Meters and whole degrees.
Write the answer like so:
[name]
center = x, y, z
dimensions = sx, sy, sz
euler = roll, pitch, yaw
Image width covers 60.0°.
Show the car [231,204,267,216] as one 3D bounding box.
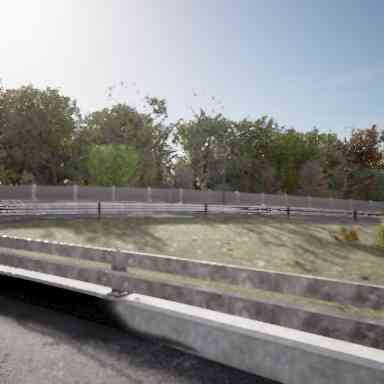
[car]
center = 7.185, 2.193, 41.911
dimensions = 5.008, 1.535, 1.882
euler = 3, -1, -24
